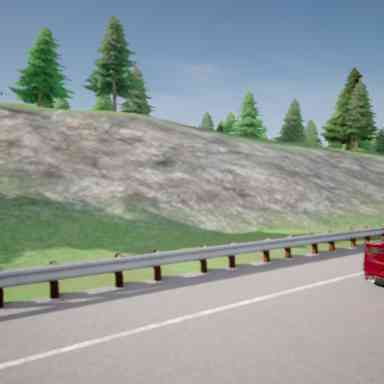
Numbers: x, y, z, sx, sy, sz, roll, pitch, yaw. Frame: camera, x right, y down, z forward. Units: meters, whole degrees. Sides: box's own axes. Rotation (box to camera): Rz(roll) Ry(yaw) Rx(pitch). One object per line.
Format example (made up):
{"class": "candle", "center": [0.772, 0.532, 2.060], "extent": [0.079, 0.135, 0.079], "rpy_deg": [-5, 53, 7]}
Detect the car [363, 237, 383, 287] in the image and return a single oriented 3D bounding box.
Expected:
{"class": "car", "center": [6.152, 1.451, 7.912], "extent": [5.008, 1.535, 1.882], "rpy_deg": [0, 0, -33]}
